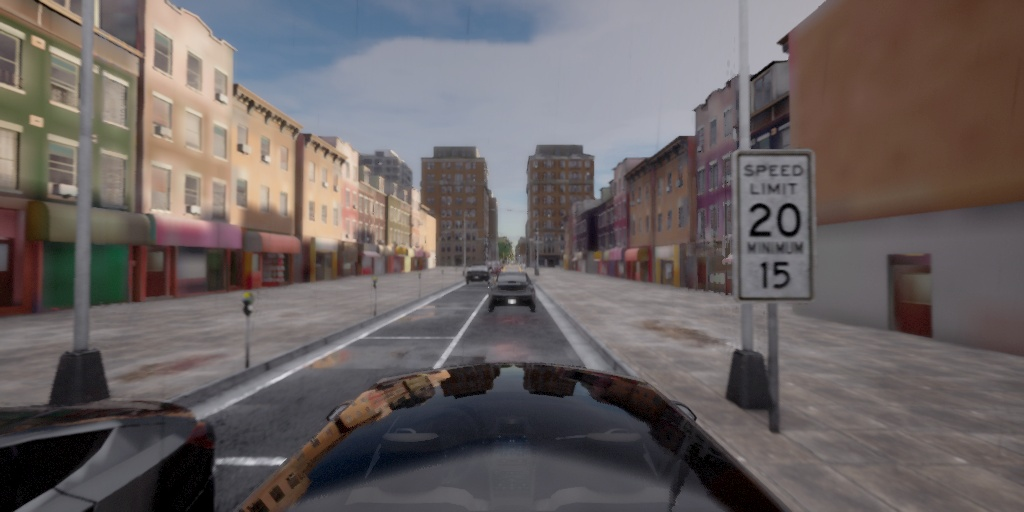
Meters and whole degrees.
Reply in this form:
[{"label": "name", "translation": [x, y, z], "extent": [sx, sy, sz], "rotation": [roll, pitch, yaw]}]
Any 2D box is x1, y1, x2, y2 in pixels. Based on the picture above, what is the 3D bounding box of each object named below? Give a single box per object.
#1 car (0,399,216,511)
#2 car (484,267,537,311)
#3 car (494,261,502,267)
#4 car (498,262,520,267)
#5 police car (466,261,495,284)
[{"label": "car", "translation": [-2.638, 1.303, 0.407], "extent": [1.948, 1.339, 4.313], "rotation": [0, 0, 0]}, {"label": "car", "translation": [0.018, 1.401, 15.355], "extent": [1.837, 1.490, 4.892], "rotation": [0, 0, 0]}, {"label": "car", "translation": [-2.647, 1.564, 45.311], "extent": [2.192, 1.841, 5.009], "rotation": [0, 0, 0]}, {"label": "car", "translation": [0.020, 1.551, 31.100], "extent": [1.882, 1.535, 5.008], "rotation": [0, 0, 0]}, {"label": "police car", "translation": [-2.757, 1.493, 30.521], "extent": [1.930, 1.638, 5.238], "rotation": [0, -1, 0]}]
